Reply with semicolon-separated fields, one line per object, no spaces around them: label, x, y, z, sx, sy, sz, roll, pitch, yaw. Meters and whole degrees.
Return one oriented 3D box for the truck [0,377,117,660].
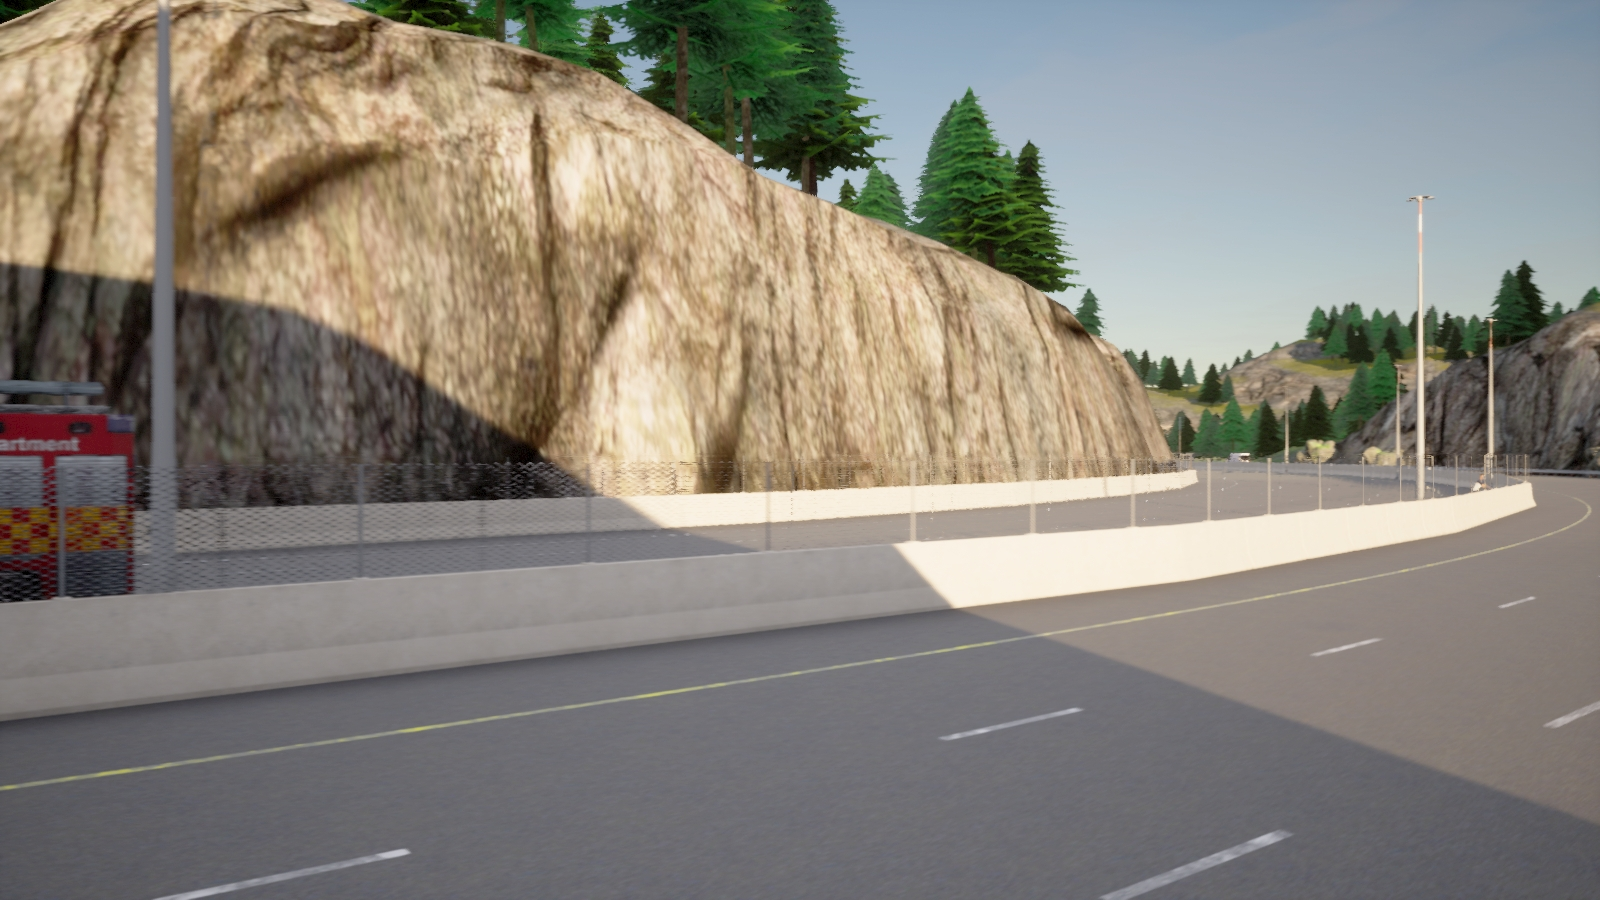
truck;-14.017;0.920;15.009;8.468;3.827;2.891;0;0;-35

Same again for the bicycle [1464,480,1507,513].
bicycle;31.298;2.114;52.198;1.643;1.514;0.373;0;-2;38
